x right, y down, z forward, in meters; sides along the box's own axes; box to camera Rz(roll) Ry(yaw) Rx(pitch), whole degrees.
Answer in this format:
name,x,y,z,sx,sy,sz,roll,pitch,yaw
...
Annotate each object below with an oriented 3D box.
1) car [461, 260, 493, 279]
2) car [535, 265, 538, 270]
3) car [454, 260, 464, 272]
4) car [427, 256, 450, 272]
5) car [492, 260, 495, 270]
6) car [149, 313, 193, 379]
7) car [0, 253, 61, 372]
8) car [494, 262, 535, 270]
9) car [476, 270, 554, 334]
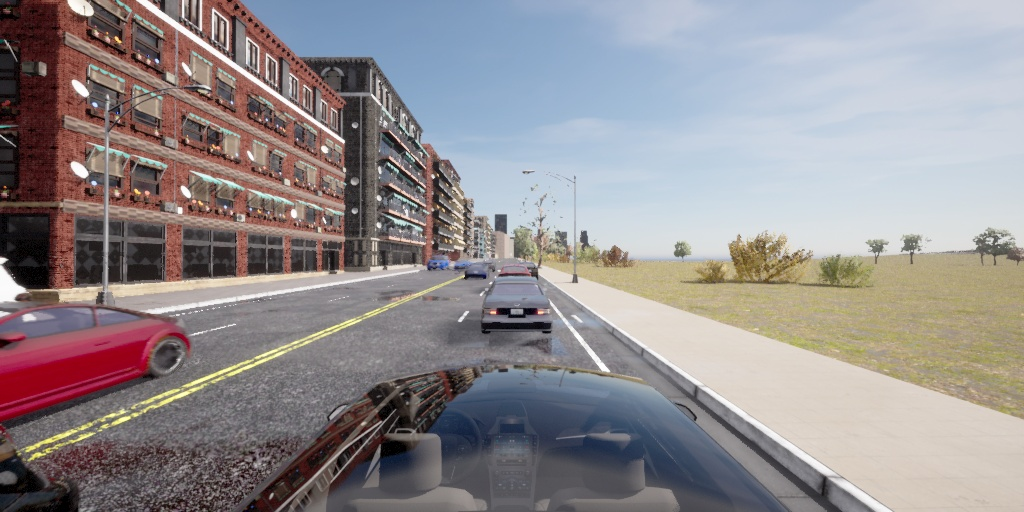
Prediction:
name,x,y,z,sx,sy,sz,roll,pitch,yaw
car,-3.080,1.317,32.333,1.994,1.385,4.181,0,0,0
car,1.204,1.232,30.584,1.882,1.535,5.008,0,0,0
car,-6.493,1.231,47.473,1.882,1.535,5.008,0,0,0
car,-9.741,0.975,47.818,2.150,2.045,5.566,0,0,0
car,-3.047,1.245,46.126,2.128,1.511,4.902,0,0,0
car,-6.597,1.314,4.512,1.994,1.385,4.181,0,0,0
car,-9.849,0.972,4.184,2.150,2.045,5.566,0,0,0
car,0.147,1.231,21.146,1.882,1.535,5.008,0,0,0
car,0.119,1.299,10.606,2.033,1.411,5.357,0,0,0
